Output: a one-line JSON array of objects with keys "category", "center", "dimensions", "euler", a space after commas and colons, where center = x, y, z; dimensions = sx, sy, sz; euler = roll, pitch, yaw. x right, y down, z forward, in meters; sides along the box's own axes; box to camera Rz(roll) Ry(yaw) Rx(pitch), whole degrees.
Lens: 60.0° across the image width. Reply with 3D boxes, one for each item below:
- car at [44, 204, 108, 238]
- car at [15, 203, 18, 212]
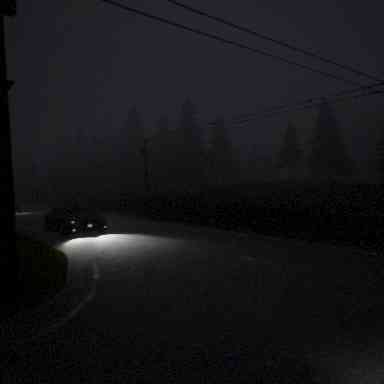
[{"category": "car", "center": [-5.822, 1.307, 16.450], "dimensions": [1.994, 1.385, 4.181], "euler": [-3, 2, -39]}, {"category": "car", "center": [-18.051, 1.149, 31.445], "dimensions": [2.033, 1.411, 5.357], "euler": [-3, 2, -40]}]
